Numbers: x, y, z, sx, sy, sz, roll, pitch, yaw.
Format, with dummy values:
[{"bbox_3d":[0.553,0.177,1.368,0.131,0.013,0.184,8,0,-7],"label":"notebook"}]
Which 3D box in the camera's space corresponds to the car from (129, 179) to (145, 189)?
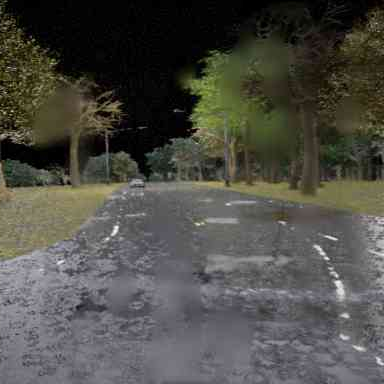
[{"bbox_3d":[-7.575,-1.105,45.635,1.994,1.385,4.181,-2,4,-12],"label":"car"}]
